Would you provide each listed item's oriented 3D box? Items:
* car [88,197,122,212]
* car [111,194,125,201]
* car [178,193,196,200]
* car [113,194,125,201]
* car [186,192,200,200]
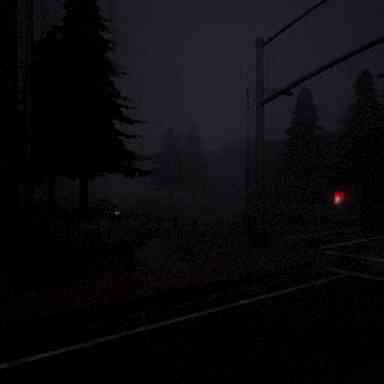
[{"bbox_3d":[-10.240,1.567,39.086,1.994,1.385,4.181,0,0,-37],"label":"car"},{"bbox_3d":[-18.853,1.369,84.350,1.970,1.475,3.806,0,0,-37],"label":"car"},{"bbox_3d":[-1.826,1.070,87.615,1.932,1.855,4.605,0,0,-37],"label":"car"},{"bbox_3d":[-16.808,1.361,76.619,1.845,1.501,3.633,0,0,-37],"label":"car"},{"bbox_3d":[0.257,1.047,89.682,1.905,1.878,3.866,0,0,-37],"label":"car"}]
